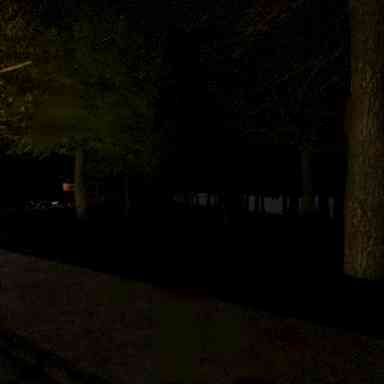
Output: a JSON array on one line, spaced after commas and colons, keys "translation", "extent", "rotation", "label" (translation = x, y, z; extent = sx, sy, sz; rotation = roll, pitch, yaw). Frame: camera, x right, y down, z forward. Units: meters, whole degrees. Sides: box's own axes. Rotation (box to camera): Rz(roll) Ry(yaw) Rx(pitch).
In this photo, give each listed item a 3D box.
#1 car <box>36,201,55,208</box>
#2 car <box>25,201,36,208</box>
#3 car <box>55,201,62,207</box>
[{"translation": [-34.204, 2.915, 77.870], "extent": [1.837, 1.490, 4.892], "rotation": [0, -2, -9], "label": "car"}, {"translation": [-37.472, 2.907, 77.716], "extent": [1.837, 1.490, 4.892], "rotation": [0, -2, -9], "label": "car"}, {"translation": [-35.910, 3.168, 88.157], "extent": [2.128, 1.511, 4.902], "rotation": [0, -2, -9], "label": "car"}]
